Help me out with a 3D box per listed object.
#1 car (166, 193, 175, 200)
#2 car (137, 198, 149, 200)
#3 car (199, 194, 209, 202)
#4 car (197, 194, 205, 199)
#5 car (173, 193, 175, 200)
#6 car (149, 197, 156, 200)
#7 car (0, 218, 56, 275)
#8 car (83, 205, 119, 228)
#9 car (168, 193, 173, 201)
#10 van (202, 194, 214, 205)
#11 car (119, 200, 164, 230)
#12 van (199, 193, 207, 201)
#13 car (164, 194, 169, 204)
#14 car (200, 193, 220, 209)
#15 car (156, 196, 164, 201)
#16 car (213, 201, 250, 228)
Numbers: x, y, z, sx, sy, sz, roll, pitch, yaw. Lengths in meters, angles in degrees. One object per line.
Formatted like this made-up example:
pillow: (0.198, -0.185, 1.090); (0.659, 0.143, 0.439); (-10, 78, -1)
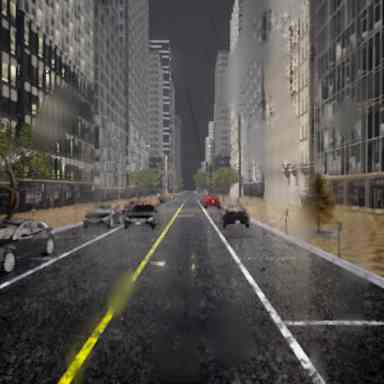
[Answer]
car: (-5.788, 1.163, 89.829); (2.192, 1.841, 5.009); (-1, 0, 0)
car: (-5.730, 1.530, 32.992); (1.802, 1.307, 4.206); (-1, 0, 0)
car: (2.610, 1.317, 72.786); (1.967, 1.590, 4.097); (-1, 0, 0)
car: (2.589, 1.385, 95.521); (2.008, 1.369, 4.403); (-1, 0, 0)
car: (-5.781, 1.298, 84.145); (1.967, 1.590, 4.097); (-1, 0, 0)
car: (-5.736, 1.379, 38.676); (1.967, 1.590, 4.097); (-1, 0, 0)
car: (-5.707, 1.536, 10.258); (2.008, 1.369, 4.403); (-1, 0, 0)
car: (-5.718, 1.518, 21.625); (2.008, 1.369, 4.403); (-1, 0, 0)
car: (-5.769, 1.430, 72.778); (2.008, 1.369, 4.403); (-1, 0, 0)
van: (2.626, 1.248, 55.735); (1.690, 1.788, 3.998); (-1, 0, 0)
car: (-3.018, 1.493, 20.941); (1.812, 1.442, 4.674); (0, 0, 0)
van: (2.604, 1.207, 78.469); (1.690, 1.788, 3.998); (-1, 0, 0)
car: (-5.758, 1.466, 61.411); (1.947, 1.339, 4.313); (-1, 0, 0)
car: (2.637, 1.242, 44.368); (2.192, 1.841, 5.009); (-1, 0, 0)
car: (-5.746, 1.445, 49.874); (1.752, 1.417, 4.829); (-1, 0, 0)
car: (2.662, 1.515, 21.633); (2.008, 1.369, 4.403); (-1, 0, 0)
